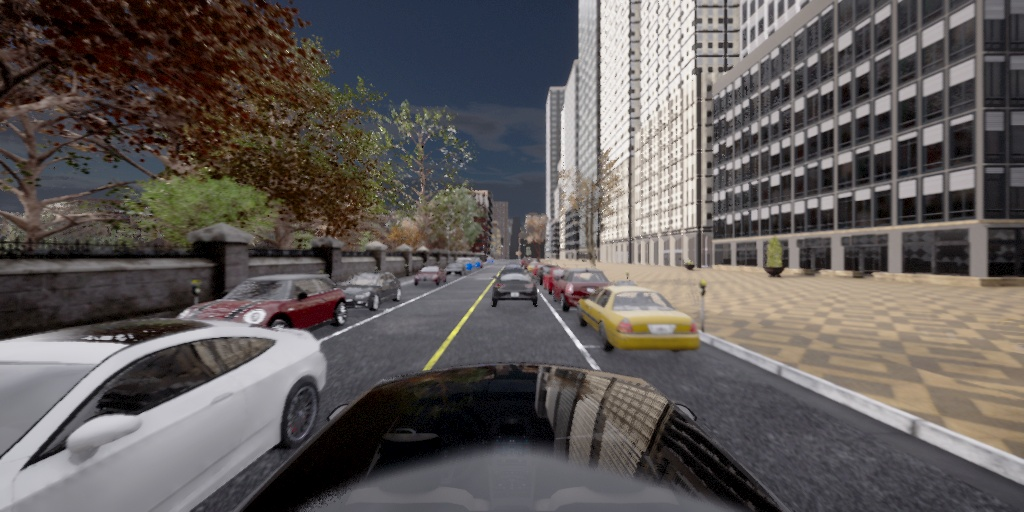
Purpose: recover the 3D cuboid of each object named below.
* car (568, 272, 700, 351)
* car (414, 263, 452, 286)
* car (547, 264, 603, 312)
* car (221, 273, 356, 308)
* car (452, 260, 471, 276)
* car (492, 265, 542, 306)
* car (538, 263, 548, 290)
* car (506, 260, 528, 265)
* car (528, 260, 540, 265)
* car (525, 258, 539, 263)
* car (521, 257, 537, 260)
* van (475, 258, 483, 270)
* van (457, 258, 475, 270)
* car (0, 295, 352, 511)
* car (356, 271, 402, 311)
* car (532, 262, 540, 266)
[{"bbox_3d":[2.690,1.273,8.761,1.751,1.417,4.829,0,0,0],"label":"car"},{"bbox_3d":[-5.686,1.336,25.488,1.802,1.307,4.207,0,0,0],"label":"car"},{"bbox_3d":[2.692,1.187,14.222,1.967,1.591,4.097,0,0,0],"label":"car"},{"bbox_3d":[-5.690,1.187,8.593,1.967,1.591,4.097,0,0,0],"label":"car"},{"bbox_3d":[-5.684,1.328,36.753,1.948,1.339,4.313,0,0,0],"label":"car"},{"bbox_3d":[0.116,1.273,15.681,1.812,1.442,4.674,0,0,0],"label":"car"},{"bbox_3d":[2.693,1.295,19.854,1.888,1.381,4.507,0,0,0],"label":"car"},{"bbox_3d":[0.107,1.307,32.864,2.033,1.411,5.357,0,0,0],"label":"car"},{"bbox_3d":[2.695,1.303,31.119,1.888,1.381,4.507,0,0,0],"label":"car"},{"bbox_3d":[2.698,1.292,42.553,1.751,1.417,4.829,0,0,0],"label":"car"},{"bbox_3d":[2.699,1.086,48.016,2.192,1.841,5.009,0,0,0],"label":"car"},{"bbox_3d":[-5.680,1.119,53.649,1.690,1.789,3.998,0,0,0],"label":"van"},{"bbox_3d":[-5.682,1.108,42.385,1.690,1.789,3.998,0,0,0],"label":"van"},{"bbox_3d":[-3.098,1.275,2.491,1.812,1.442,4.674,0,0,0],"label":"car"},{"bbox_3d":[-5.689,1.298,14.224,2.007,1.370,4.403,0,0,0],"label":"car"},{"bbox_3d":[2.694,1.320,25.486,1.948,1.339,4.313,0,0,0],"label":"car"}]
